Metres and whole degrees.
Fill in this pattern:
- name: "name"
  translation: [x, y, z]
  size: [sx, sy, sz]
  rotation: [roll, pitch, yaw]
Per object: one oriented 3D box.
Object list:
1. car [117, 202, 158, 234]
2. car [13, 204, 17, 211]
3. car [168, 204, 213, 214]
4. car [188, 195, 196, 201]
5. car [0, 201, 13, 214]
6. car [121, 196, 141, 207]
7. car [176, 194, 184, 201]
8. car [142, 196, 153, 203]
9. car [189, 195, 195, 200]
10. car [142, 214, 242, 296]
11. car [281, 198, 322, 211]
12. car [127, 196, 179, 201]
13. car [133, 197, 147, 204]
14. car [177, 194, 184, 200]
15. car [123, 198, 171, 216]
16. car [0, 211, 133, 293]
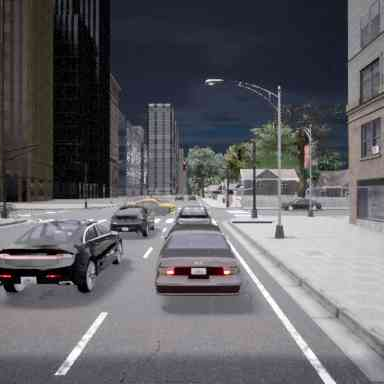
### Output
- name: "car"
  translation: [-3.145, 1.504, 18.116]
  size: [1.837, 1.490, 4.892]
  rotation: [0, 0, 0]
- name: "car"
  translation: [-20.554, 1.477, 33.951]
  size: [4.902, 1.511, 2.128]
  rotation: [0, -1, -3]
- name: "car"
  translation: [0.103, 1.491, 17.839]
  size: [2.128, 1.511, 4.902]
  rotation: [0, 0, 0]
- name: "car"
  translation: [0.022, 1.495, 84.129]
  size: [1.837, 1.490, 4.892]
  rotation: [0, 0, 0]
- name: "car"
  translation: [-19.775, 1.442, 30.595]
  size: [4.902, 1.511, 2.128]
  rotation: [0, -1, 1]
- name: "car"
  translation: [-9.812, 1.487, 53.797]
  size: [2.128, 1.511, 4.902]
  rotation: [0, 0, 1]
- name: "car"
  translation: [-3.228, 1.342, 83.923]
  size: [2.097, 1.767, 4.553]
  rotation: [0, 0, 0]
- name: "car"
  translation: [-9.731, 1.517, 73.229]
  size: [1.812, 1.442, 4.674]
  rotation: [0, 0, 0]
- name: "car"
  translation: [0.025, 1.526, 94.365]
  size: [1.812, 1.442, 4.674]
  rotation: [0, 0, 0]
- name: "car"
  translation: [0.093, 1.545, 8.785]
  size: [2.033, 1.411, 5.357]
  rotation: [0, 0, -1]
- name: "car"
  translation: [13.293, 1.554, 40.739]
  size: [4.892, 1.490, 1.837]
  rotation: [0, -1, 0]
- name: "car"
  translation: [-4.114, 1.462, 34.169]
  size: [5.008, 1.535, 1.882]
  rotation: [0, 0, 0]
- name: "car"
  translation: [-9.776, 1.595, 63.117]
  size: [1.895, 1.301, 4.718]
  rotation: [0, 0, 1]
- name: "car"
  translation: [-3.226, 1.311, 93.958]
  size: [1.882, 1.535, 5.008]
  rotation: [0, 0, 0]
- name: "car"
  translation: [-4.112, 1.540, 30.919]
  size: [4.181, 1.385, 1.994]
  rotation: [0, 0, 0]
- name: "car"
  translation: [-3.149, 1.492, 8.856]
  size: [2.128, 1.511, 4.902]
  rotation: [0, 0, 0]
